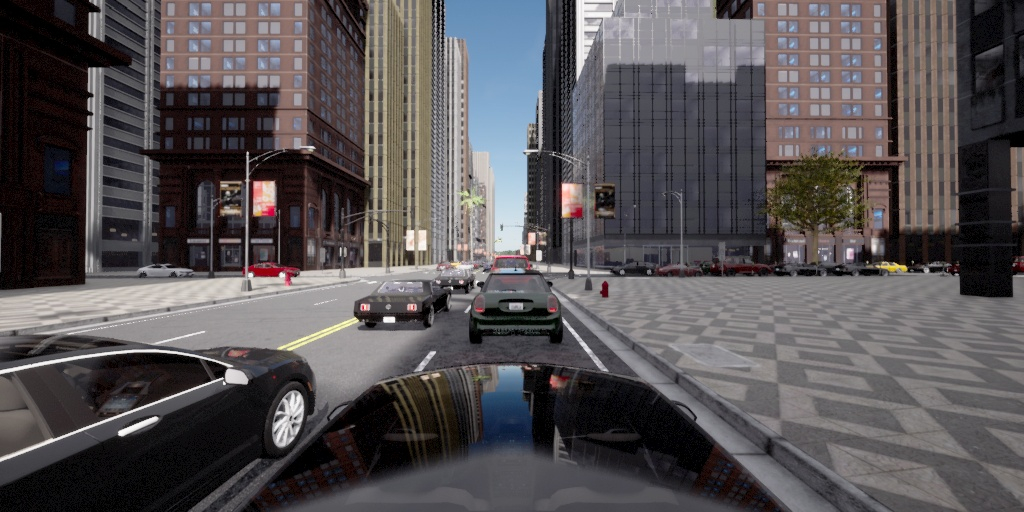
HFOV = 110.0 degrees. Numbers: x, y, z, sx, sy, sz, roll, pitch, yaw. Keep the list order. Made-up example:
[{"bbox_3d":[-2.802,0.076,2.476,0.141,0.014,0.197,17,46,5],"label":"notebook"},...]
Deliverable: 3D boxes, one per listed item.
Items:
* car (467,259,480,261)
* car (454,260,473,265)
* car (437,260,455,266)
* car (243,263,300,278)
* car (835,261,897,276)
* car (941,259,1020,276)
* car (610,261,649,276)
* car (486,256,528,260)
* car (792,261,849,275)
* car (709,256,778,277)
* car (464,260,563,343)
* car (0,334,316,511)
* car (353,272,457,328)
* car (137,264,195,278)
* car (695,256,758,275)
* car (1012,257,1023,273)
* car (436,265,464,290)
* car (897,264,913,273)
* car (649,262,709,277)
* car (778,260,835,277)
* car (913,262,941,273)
[{"bbox_3d":[-6.694,1.631,60.953,1.895,1.301,4.718,0,0,0],"label":"car"},{"bbox_3d":[-6.696,1.567,51.789,1.895,1.301,4.718,0,0,0],"label":"car"},{"bbox_3d":[-9.941,1.501,53.044,1.812,1.442,4.674,0,0,-3],"label":"car"},{"bbox_3d":[-23.273,1.406,34.798,5.008,1.535,1.882,0,-1,1],"label":"car"},{"bbox_3d":[32.167,1.258,33.140,4.313,1.339,1.948,0,0,-1],"label":"car"},{"bbox_3d":[43.443,1.211,33.338,4.507,1.381,1.888,0,0,-1],"label":"car"},{"bbox_3d":[13.032,1.324,38.581,4.892,1.490,1.837,0,-1,-1],"label":"car"},{"bbox_3d":[-0.036,1.002,19.346,2.150,2.045,5.566,0,0,0],"label":"car"},{"bbox_3d":[33.428,1.283,38.931,4.674,1.442,1.812,0,-1,-1],"label":"car"},{"bbox_3d":[20.893,1.039,32.943,5.009,1.841,2.192,0,0,-1],"label":"car"},{"bbox_3d":[0.081,1.108,9.826,2.097,1.767,4.553,0,0,0],"label":"car"},{"bbox_3d":[-3.151,1.255,2.153,1.837,1.490,4.892,0,0,0],"label":"car"},{"bbox_3d":[-3.167,1.360,11.473,1.895,1.301,4.718,0,0,0],"label":"car"},{"bbox_3d":[-33.553,1.501,34.785,4.674,1.442,1.812,0,-1,0],"label":"car"},{"bbox_3d":[23.071,1.007,38.766,5.566,2.045,2.150,0,-1,-2],"label":"car"},{"bbox_3d":[49.081,0.970,33.436,5.009,1.841,2.192,0,0,-1],"label":"car"},{"bbox_3d":[-3.189,1.387,20.642,1.895,1.301,4.718,0,0,0],"label":"car"},{"bbox_3d":[43.129,1.293,41.858,4.829,1.417,1.751,0,0,-1],"label":"car"},{"bbox_3d":[15.255,1.325,32.844,4.207,1.307,1.802,0,0,-1],"label":"car"},{"bbox_3d":[26.530,1.273,33.041,4.313,1.339,1.948,0,0,-1],"label":"car"},{"bbox_3d":[48.939,1.322,41.960,4.313,1.339,1.948,0,0,-1],"label":"car"}]
